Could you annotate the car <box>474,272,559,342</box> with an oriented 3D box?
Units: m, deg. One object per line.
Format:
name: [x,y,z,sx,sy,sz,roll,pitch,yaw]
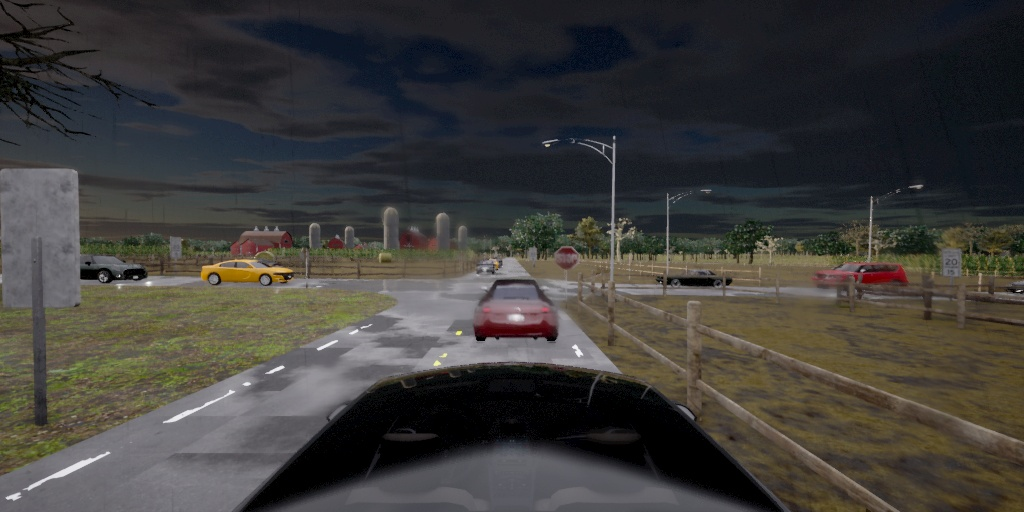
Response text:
car: [0.096,1.310,9.792,1.994,1.385,4.181,0,0,0]

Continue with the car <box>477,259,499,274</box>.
car: [-2.814,1.210,39.880,2.128,1.511,4.902,0,0,-1]

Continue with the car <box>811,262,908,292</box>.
car: [24.636,1.474,25.472,5.566,2.045,2.150,1,1,0]

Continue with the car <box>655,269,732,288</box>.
car: [12.748,1.595,25.408,4.718,1.301,1.895,1,1,0]

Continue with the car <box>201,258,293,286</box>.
car: [-16.329,0.979,22.283,5.008,1.535,1.882,1,1,0]

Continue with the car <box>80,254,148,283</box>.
car: [-25.575,0.702,22.229,4.553,1.767,2.097,1,1,0]

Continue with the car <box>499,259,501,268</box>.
car: [-2.847,1.181,49.277,1.882,1.535,5.008,0,0,0]

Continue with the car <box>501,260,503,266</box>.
car: [-2.838,1.248,59.328,1.994,1.385,4.181,0,0,0]

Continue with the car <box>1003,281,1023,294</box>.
car: [38.713,2.147,25.536,5.357,1.411,2.033,1,1,0]
